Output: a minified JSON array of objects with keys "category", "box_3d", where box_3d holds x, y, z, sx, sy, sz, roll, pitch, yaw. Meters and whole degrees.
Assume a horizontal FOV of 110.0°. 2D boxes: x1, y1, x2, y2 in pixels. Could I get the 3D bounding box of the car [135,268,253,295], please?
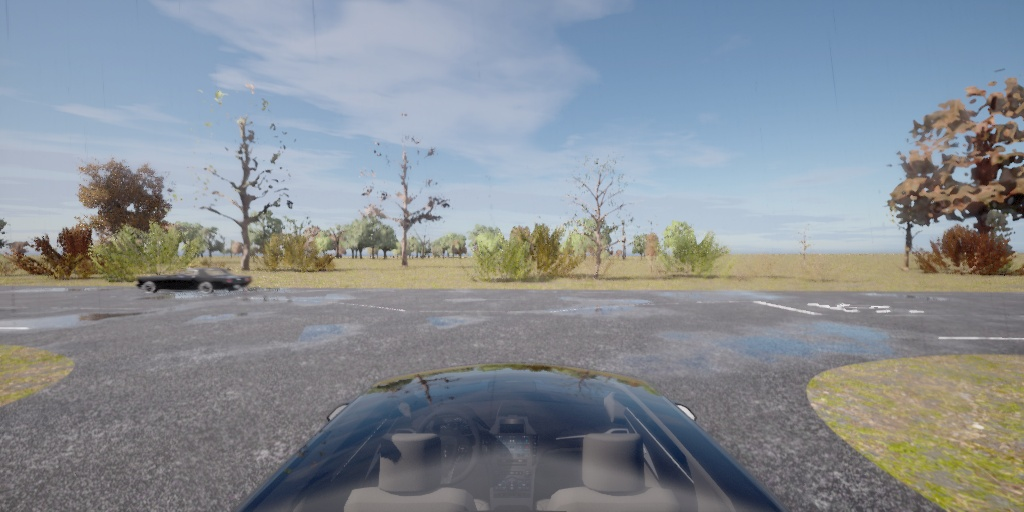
[{"category":"car","box_3d":[-16.322,1.271,18.501,4.718,1.301,1.895,0,0,1]}]
